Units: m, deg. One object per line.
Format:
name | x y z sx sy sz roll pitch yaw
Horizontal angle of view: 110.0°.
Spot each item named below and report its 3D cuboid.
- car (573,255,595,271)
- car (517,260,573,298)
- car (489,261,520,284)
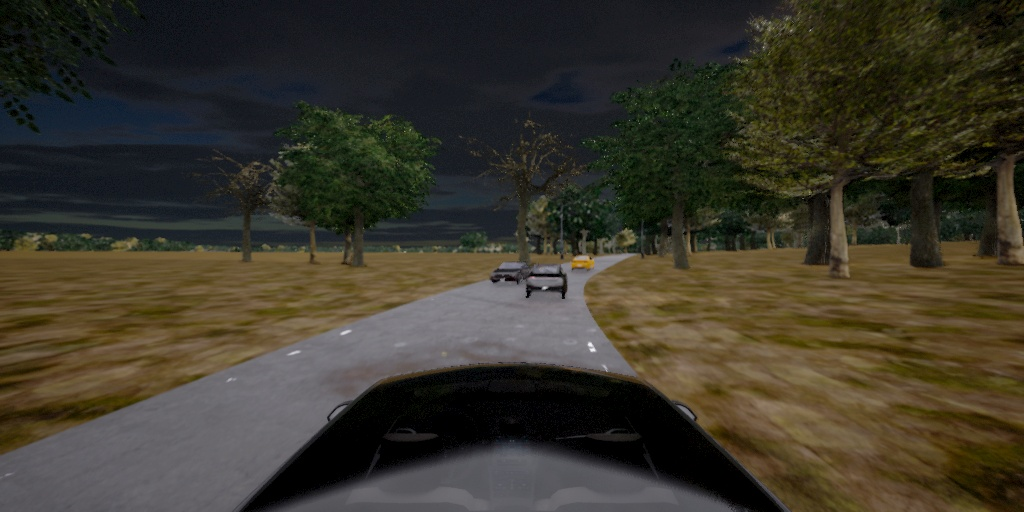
car | 7.417 0.683 37.301 1.882 1.535 5.008 0 2 20
car | 1.776 1.124 17.661 2.128 1.511 4.902 0 1 9
car | 0.051 1.066 24.470 2.033 1.411 5.357 0 1 14
